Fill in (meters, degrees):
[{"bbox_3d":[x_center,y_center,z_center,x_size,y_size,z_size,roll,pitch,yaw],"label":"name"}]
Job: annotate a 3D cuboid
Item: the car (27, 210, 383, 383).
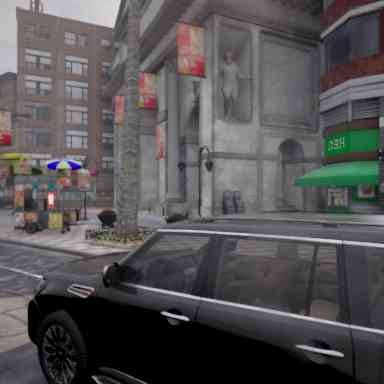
[{"bbox_3d":[0.557,1.221,3.495,5.566,2.045,2.150,0,0,36],"label":"car"}]
